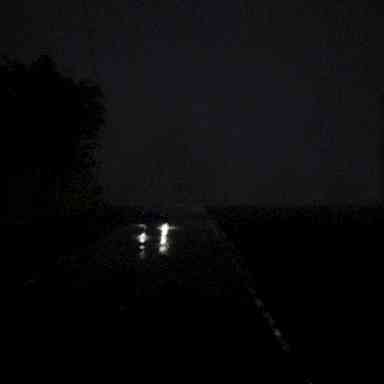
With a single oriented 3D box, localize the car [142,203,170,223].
[{"bbox_3d":[-2.803,1.590,26.634,1.882,1.535,5.008,0,-1,0],"label":"car"}]
